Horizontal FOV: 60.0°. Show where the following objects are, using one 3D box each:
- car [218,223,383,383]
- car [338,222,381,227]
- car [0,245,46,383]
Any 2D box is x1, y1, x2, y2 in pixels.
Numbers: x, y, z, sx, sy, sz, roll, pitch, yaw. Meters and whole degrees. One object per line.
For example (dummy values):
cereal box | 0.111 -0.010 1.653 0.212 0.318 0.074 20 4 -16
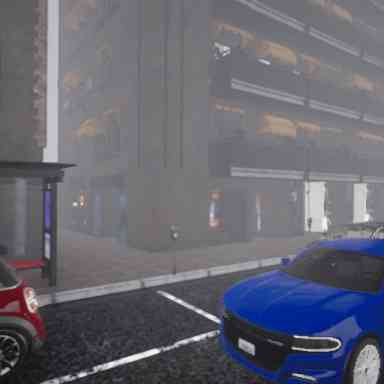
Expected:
car | 2.667 1.512 5.247 5.008 1.535 1.882 0 0 -35
car | 5.249 1.619 10.238 4.403 1.369 2.008 0 0 -35
car | -3.984 1.431 3.732 4.097 1.590 1.967 0 0 -35
